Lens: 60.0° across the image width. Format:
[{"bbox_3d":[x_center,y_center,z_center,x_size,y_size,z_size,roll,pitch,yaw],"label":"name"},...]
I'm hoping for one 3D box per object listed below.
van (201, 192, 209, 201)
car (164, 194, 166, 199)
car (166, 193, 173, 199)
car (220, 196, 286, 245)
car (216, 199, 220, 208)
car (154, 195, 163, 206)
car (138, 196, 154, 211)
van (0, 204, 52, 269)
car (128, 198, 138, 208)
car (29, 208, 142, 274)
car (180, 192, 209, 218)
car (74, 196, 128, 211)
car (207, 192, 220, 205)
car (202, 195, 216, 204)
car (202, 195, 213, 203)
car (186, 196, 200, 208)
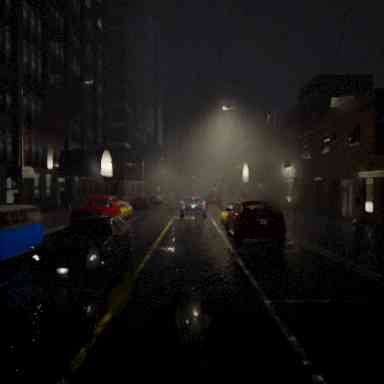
[{"bbox_3d":[2.704,0.879,70.177,1.690,1.788,3.998,-1,0,0],"label":"van"},{"bbox_3d":[-5.681,1.173,53.421,1.752,1.417,4.829,-1,0,0],"label":"car"},{"bbox_3d":[-5.670,0.904,81.265,1.967,1.590,4.097,-1,0,0],"label":"car"},{"bbox_3d":[2.681,1.217,14.834,2.192,1.841,5.009,-1,0,0],"label":"car"},{"bbox_3d":[2.687,1.390,20.539,1.752,1.417,4.829,-1,0,0],"label":"car"},{"bbox_3d":[-5.683,1.209,47.887,1.752,1.417,4.829,-1,0,0],"label":"car"},{"bbox_3d":[-5.687,1.301,36.987,1.887,1.381,4.507,-1,0,0],"label":"car"},{"bbox_3d":[-5.701,1.279,9.312,1.690,1.788,3.998,-1,0,0],"label":"van"},{"bbox_3d":[-5.692,1.355,25.748,1.752,1.417,4.829,-1,0,0],"label":"car"},{"bbox_3d":[-3.081,1.477,10.605,2.033,1.411,5.357,0,0,0],"label":"car"},{"bbox_3d":[0.112,1.168,27.985,2.097,1.767,4.553,0,1,0],"label":"car"},{"bbox_3d":[-5.697,1.180,20.381,2.192,1.841,5.009,-1,0,0],"label":"car"},{"bbox_3d":[2.692,1.035,42.506,2.192,1.841,5.009,-1,0,0],"label":"car"},{"bbox_3d":[2.700,1.213,53.576,1.947,1.339,4.313,-1,0,0],"label":"car"},{"bbox_3d":[2.703,1.192,59.110,1.802,1.307,4.206,-1,0,0],"label":"car"},{"bbox_3d":[0.121,1.234,44.204,1.812,1.442,4.674,0,0,0],"label":"car"}]
